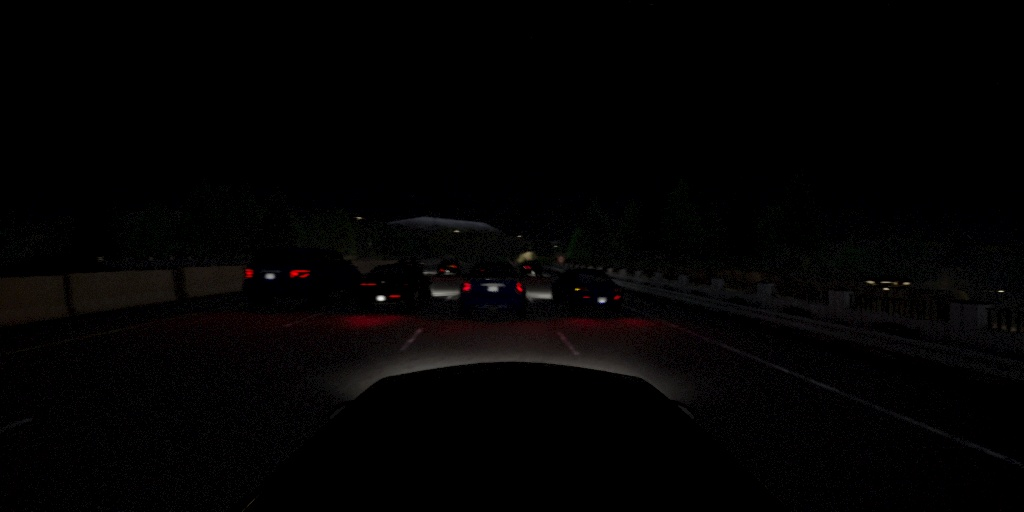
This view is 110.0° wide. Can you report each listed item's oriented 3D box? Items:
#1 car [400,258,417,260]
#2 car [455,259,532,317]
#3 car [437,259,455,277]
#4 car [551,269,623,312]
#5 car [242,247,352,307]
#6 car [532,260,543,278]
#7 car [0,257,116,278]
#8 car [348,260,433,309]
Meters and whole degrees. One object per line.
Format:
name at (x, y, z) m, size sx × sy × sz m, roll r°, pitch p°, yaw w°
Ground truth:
car at (-8.878, 0.927, 31.234) m, size 2.128 × 1.511 × 4.902 m, roll 1°, pitch 0°, yaw -4°
car at (-0.692, 0.973, 12.768) m, size 2.097 × 1.767 × 4.553 m, roll 1°, pitch 1°, yaw -4°
car at (-5.390, 1.002, 31.516) m, size 1.837 × 1.490 × 4.892 m, roll 1°, pitch 0°, yaw -4°
car at (2.735, 1.202, 13.755) m, size 1.812 × 1.442 × 4.674 m, roll 1°, pitch 0°, yaw -4°
car at (-7.778, 0.706, 13.954) m, size 2.150 × 2.045 × 5.566 m, roll 1°, pitch 0°, yaw -4°
car at (1.595, 1.125, 31.965) m, size 1.837 × 1.490 × 4.892 m, roll 1°, pitch 0°, yaw -4°
car at (-18.505, 0.794, 13.988) m, size 1.837 × 1.490 × 4.892 m, roll 1°, pitch 0°, yaw -4°
car at (-4.257, 1.055, 13.653) m, size 1.837 × 1.490 × 4.892 m, roll 1°, pitch 0°, yaw -4°
